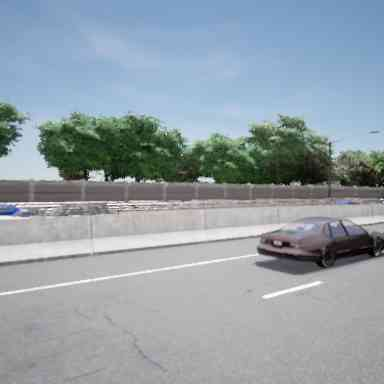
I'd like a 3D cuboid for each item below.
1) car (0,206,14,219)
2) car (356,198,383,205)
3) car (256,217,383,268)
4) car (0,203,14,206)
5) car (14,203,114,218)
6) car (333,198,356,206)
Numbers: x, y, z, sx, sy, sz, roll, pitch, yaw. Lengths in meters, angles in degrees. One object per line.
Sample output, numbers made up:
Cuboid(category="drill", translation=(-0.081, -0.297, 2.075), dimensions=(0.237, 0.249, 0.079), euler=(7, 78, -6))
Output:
Cuboid(category="car", translation=(-9.521, 1.606, 18.698), dimensions=(4.718, 1.301, 1.895), euler=(0, 0, -36))
Cuboid(category="car", translation=(23.188, 1.582, 42.009), dimensions=(4.892, 1.490, 1.837), euler=(0, 0, -35))
Cuboid(category="car", translation=(4.594, 1.563, 11.316), dimensions=(5.357, 1.411, 2.033), euler=(0, 0, -35))
Cuboid(category="car", translation=(-12.554, 1.480, 20.834), dimensions=(5.008, 1.535, 1.882), euler=(0, 0, -36))
Cuboid(category="car", translation=(-6.148, 1.359, 16.805), dimensions=(4.553, 1.767, 2.097), euler=(0, 0, -35))
Cuboid(category="car", translation=(20.823, 1.601, 44.619), dimensions=(4.674, 1.442, 1.812), euler=(0, 0, -35))
